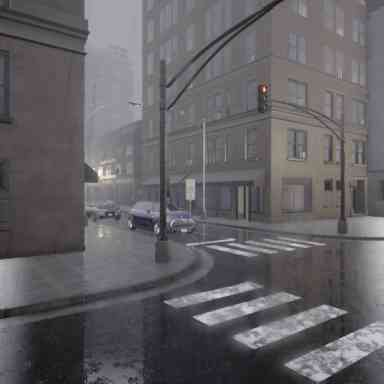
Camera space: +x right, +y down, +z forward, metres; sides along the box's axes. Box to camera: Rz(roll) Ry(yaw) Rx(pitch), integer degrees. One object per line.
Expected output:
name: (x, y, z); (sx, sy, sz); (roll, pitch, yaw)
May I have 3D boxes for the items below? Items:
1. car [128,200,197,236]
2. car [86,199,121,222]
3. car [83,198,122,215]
car: (-1.692, 1.269, 17.936); (2.097, 1.767, 4.553); (0, 0, -36)
car: (-6.991, 1.433, 25.336); (1.994, 1.385, 4.181); (0, 0, -35)
car: (-9.070, 1.378, 33.295); (2.033, 1.411, 5.357); (0, 0, -36)
